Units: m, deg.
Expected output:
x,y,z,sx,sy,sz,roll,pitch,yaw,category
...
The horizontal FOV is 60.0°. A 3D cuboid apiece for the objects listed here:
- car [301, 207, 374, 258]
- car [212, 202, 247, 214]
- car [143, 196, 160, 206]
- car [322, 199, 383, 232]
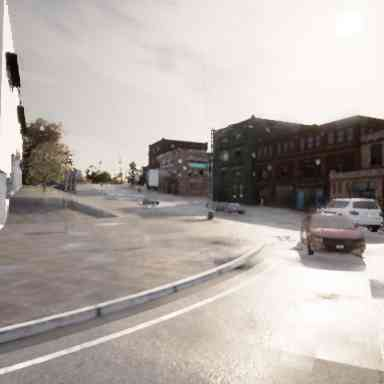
x,y,z,sx,sy,sz,roll,pitch,yaw,category
5.594,1.585,13.607,1.882,1.535,5.008,1,0,14,car
4.297,1.842,39.037,2.033,1.411,5.357,2,-1,-24,car
-6.820,1.432,55.135,1.837,1.490,4.892,2,1,-24,car
10.124,1.454,21.968,2.150,2.045,5.566,2,-1,-4,car
